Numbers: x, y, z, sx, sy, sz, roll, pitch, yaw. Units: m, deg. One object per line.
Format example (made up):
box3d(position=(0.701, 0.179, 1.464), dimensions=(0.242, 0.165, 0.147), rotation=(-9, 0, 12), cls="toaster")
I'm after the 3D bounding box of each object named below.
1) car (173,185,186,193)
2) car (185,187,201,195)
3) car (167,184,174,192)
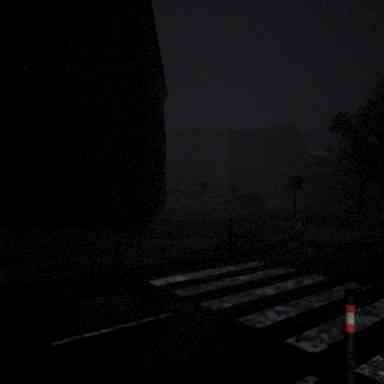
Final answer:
box3d(position=(-1.736, -0.480, 68.591), dimensions=(2.002, 1.452, 4.674), rotation=(6, 2, 12), cls="car")
box3d(position=(0.842, -0.225, 66.997), dimensions=(2.231, 1.521, 4.892), rotation=(5, 2, 12), cls="car")
box3d(position=(-4.353, -0.813, 69.991), dimensions=(1.946, 1.575, 5.366), rotation=(6, 2, 12), cls="car")
